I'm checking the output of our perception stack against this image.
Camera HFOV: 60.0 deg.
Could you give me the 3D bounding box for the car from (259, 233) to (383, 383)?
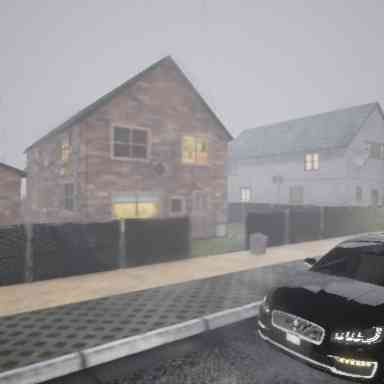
[{"bbox_3d":[3.179,1.491,5.330,4.892,1.490,1.837,0,0,-35],"label":"car"}]
